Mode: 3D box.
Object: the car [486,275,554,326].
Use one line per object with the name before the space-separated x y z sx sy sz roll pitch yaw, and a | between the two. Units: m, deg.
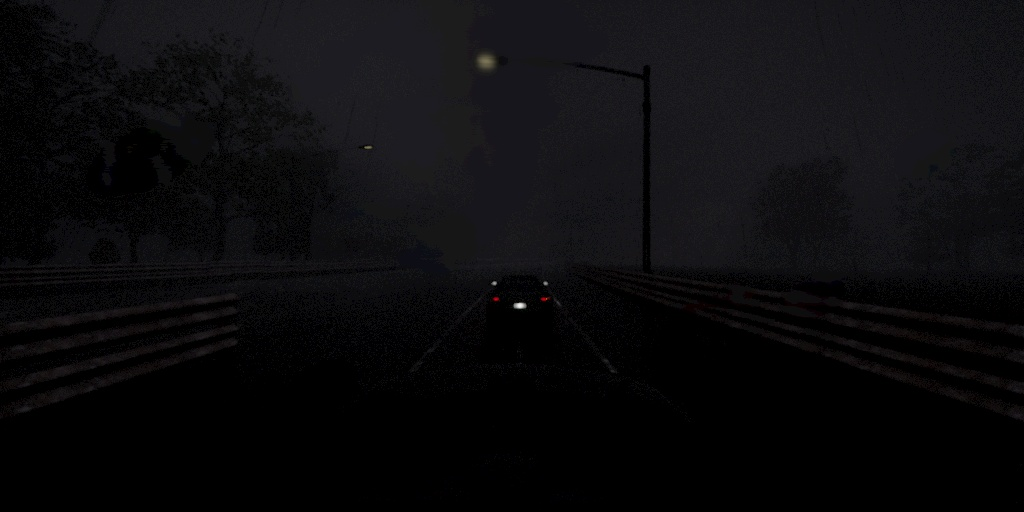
car | 0.259 1.313 11.683 1.994 1.385 4.181 0 0 1
